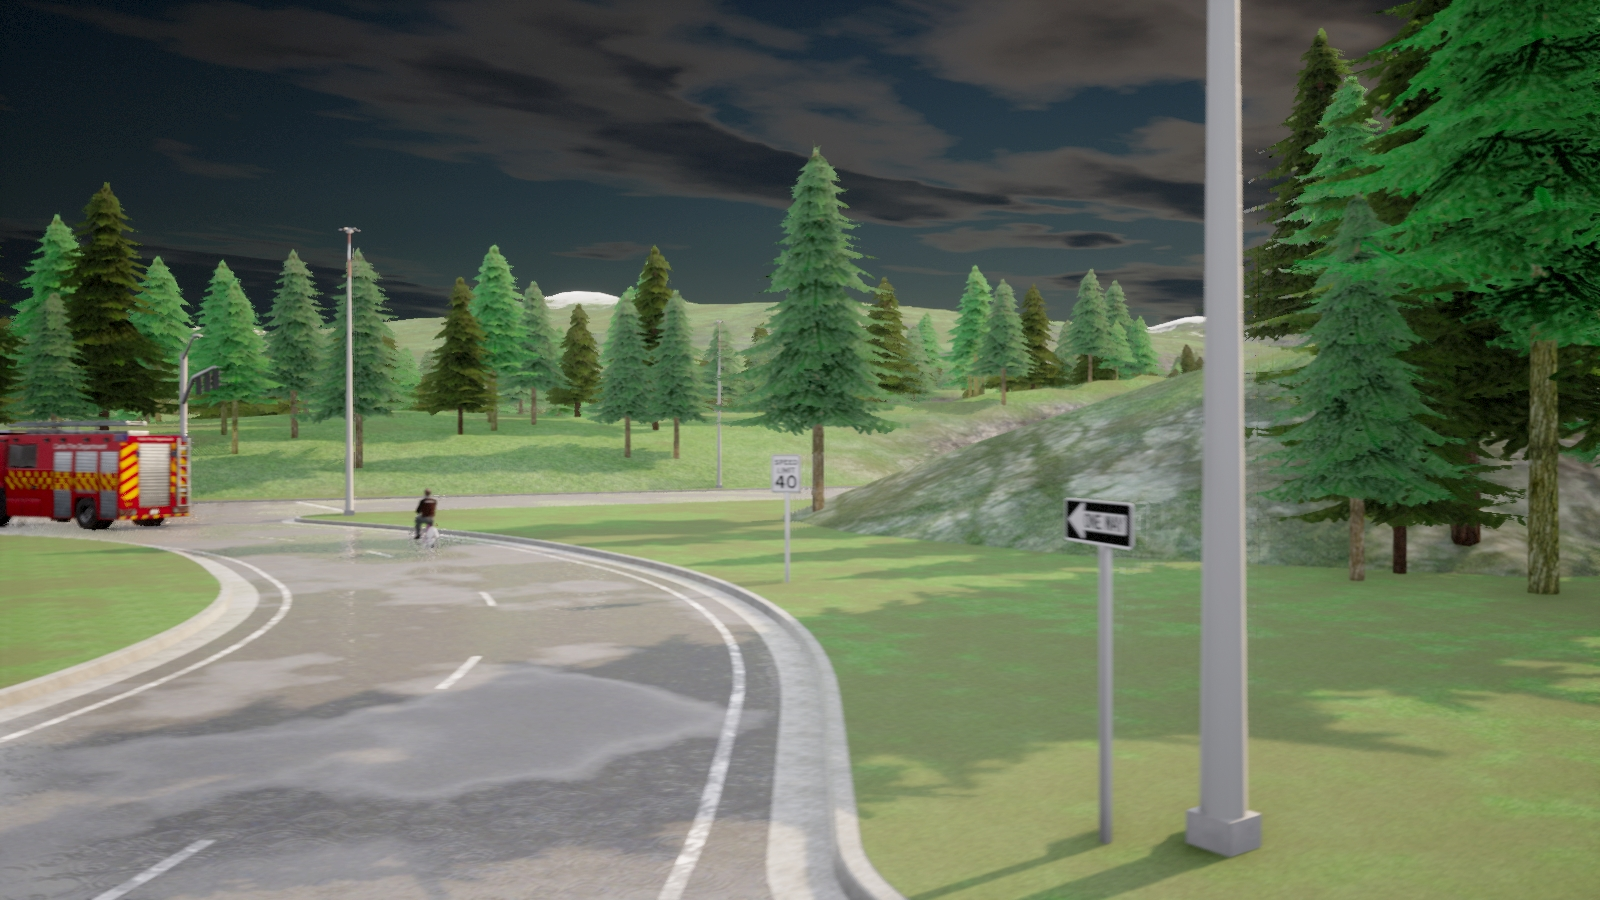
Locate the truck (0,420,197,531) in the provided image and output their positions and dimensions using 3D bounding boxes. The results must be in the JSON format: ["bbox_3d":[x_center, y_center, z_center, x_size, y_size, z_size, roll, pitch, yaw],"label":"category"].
[{"bbox_3d":[-26.639,0.890,42.275,8.468,3.827,2.891,0,0,23],"label":"truck"}]

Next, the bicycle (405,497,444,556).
[{"bbox_3d":[-10.189,2.059,30.995,0.329,1.471,1.835,0,0,-40],"label":"bicycle"}]
